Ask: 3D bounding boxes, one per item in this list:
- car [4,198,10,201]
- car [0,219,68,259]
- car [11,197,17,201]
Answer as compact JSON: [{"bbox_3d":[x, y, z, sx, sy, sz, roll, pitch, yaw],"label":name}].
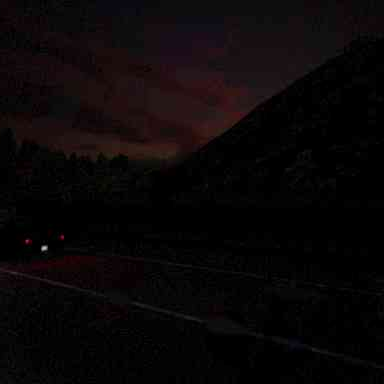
[{"bbox_3d":[-42.278,2.152,80.877,1.895,1.301,4.718,-1,1,31],"label":"car"},{"bbox_3d":[-7.074,1.749,13.288,4.718,1.301,1.895,-1,0,37],"label":"car"},{"bbox_3d":[-39.433,1.999,78.843,1.882,1.535,5.008,-1,1,31],"label":"car"}]
